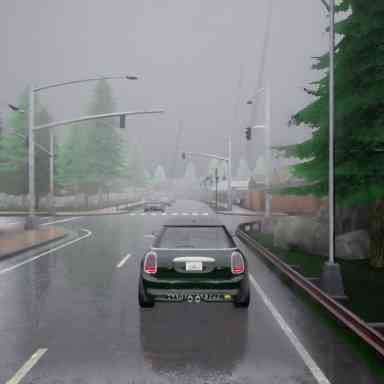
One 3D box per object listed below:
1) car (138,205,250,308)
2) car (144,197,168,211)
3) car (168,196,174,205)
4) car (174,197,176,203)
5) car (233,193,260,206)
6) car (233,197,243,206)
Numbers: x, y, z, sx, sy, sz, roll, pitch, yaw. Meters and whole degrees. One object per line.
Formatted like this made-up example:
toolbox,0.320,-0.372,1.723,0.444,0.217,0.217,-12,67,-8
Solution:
car,0.056,1.352,8.090,2.097,1.767,4.553,0,0,1
car,-4.002,1.534,35.957,1.994,1.385,4.181,0,0,-1
car,-4.134,1.497,50.120,1.812,1.442,4.674,0,1,0
car,-4.230,1.533,65.681,1.994,1.385,4.181,0,0,0
car,8.393,1.146,51.333,3.866,1.878,1.905,0,0,-1
car,8.809,1.144,48.823,4.605,1.855,1.932,0,0,-1
